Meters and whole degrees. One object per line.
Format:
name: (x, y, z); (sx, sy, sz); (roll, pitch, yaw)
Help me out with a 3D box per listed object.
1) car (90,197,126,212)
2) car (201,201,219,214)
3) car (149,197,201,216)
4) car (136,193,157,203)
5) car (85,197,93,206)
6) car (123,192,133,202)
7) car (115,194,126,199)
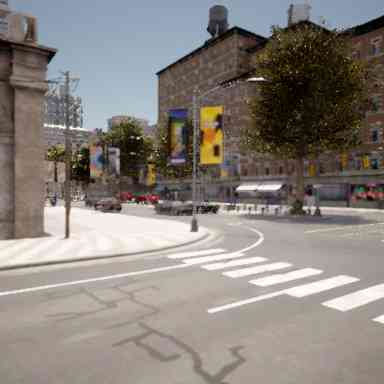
car: (-9.631, 1.594, 38.069); (1.895, 1.301, 4.718); (0, 0, -35)
car: (0.725, 1.601, 34.920); (1.895, 1.301, 4.718); (0, 0, -35)
car: (-1.785, 1.548, 32.404); (2.033, 1.411, 5.357); (0, 0, -35)
car: (-8.411, 1.221, 61.941); (2.150, 2.045, 5.566); (0, 0, -35)
car: (-14.940, 1.505, 51.112); (1.837, 1.490, 4.892); (0, 0, -35)
car: (-14.414, 1.057, 70.459); (2.150, 2.045, 5.566); (0, 0, -35)
car: (-13.386, 1.547, 55.011); (2.033, 1.411, 5.357); (0, 0, -35)
